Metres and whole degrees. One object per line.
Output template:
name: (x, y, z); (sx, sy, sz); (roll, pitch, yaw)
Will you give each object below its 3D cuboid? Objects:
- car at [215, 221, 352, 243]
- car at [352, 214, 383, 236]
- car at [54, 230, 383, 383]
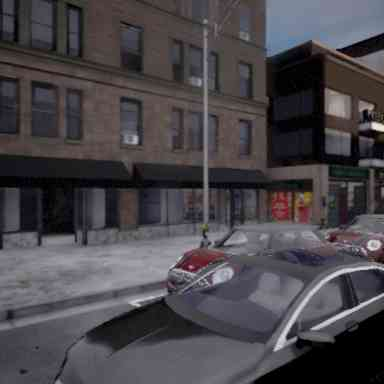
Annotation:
car: (1.448, 1.460, 7.333); (4.097, 1.590, 1.967); (0, 0, -37)
car: (5.862, 1.457, 10.632); (4.097, 1.590, 1.967); (0, 0, -37)
car: (1.012, 1.502, 3.840); (4.902, 1.511, 2.128); (0, 0, -37)
